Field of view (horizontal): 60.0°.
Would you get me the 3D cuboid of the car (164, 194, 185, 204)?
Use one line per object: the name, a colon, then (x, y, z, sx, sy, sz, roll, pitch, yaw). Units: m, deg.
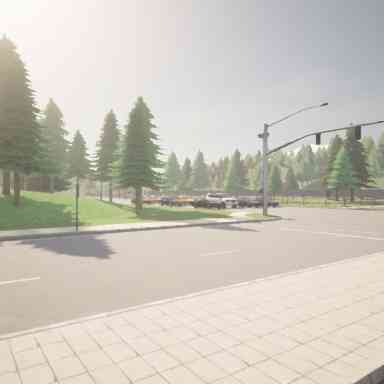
car: (-3.402, 1.352, 64.142, 2.097, 1.767, 4.553, 0, 0, -35)

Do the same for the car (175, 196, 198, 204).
car: (-1.143, 1.547, 67.058, 2.033, 1.411, 5.357, 0, 0, -34)

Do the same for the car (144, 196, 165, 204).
car: (-7.154, 1.478, 63.387, 1.882, 1.535, 5.008, 0, 0, -35)

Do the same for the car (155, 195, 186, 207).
car: (-3.420, 1.505, 51.930, 1.837, 1.490, 4.892, 0, 0, -35)

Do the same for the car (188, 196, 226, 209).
car: (1.937, 1.601, 44.308, 1.895, 1.301, 4.718, 0, 0, -35)

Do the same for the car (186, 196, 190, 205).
car: (-1.489, 1.478, 55.273, 1.882, 1.535, 5.008, 0, 0, -35)

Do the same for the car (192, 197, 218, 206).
car: (2.170, 1.601, 56.162, 1.895, 1.301, 4.718, 0, 0, -35)

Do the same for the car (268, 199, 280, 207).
car: (10.608, 1.547, 50.244, 2.033, 1.411, 5.357, 0, 0, -35)

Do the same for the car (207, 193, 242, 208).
car: (4.124, 1.221, 47.298, 2.150, 2.045, 5.566, 0, 0, -34)

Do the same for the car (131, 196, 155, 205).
car: (-9.288, 1.547, 60.312, 2.033, 1.411, 5.357, 0, 0, -36)

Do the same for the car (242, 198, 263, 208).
car: (7.682, 1.547, 48.315, 2.033, 1.411, 5.357, 0, 0, -35)
